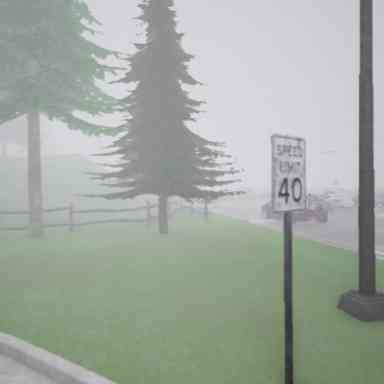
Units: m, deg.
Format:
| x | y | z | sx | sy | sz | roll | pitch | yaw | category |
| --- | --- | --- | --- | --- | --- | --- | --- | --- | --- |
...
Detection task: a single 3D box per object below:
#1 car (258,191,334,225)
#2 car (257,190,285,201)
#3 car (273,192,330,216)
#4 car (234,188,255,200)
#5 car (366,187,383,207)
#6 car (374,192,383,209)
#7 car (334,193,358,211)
| x | y | z | sx | sy | sz | roll | pitch | yaw | category |
| --- | --- | --- | --- | --- | --- | --- | --- | --- | --- |
| 5.819 | 0.839 | 19.496 | 2.097 | 1.767 | 4.553 | -1 | 1 | -12 | car |
| 10.818 | 0.446 | 46.080 | 1.895 | 1.301 | 4.718 | -1 | 1 | -12 | car |
| 8.151 | 0.833 | 25.282 | 1.837 | 1.490 | 4.892 | -1 | 1 | -12 | car |
| 7.120 | 0.241 | 46.609 | 2.097 | 1.767 | 4.553 | -1 | 1 | -12 | car |
| 17.978 | 0.442 | 29.496 | 2.097 | 1.767 | 4.553 | -1 | 1 | -12 | car |
| 14.551 | 0.757 | 28.805 | 1.895 | 1.301 | 4.718 | -1 | 1 | -12 | car |
| 11.251 | 0.760 | 27.482 | 1.812 | 1.442 | 4.674 | -1 | 1 | -12 | car |
